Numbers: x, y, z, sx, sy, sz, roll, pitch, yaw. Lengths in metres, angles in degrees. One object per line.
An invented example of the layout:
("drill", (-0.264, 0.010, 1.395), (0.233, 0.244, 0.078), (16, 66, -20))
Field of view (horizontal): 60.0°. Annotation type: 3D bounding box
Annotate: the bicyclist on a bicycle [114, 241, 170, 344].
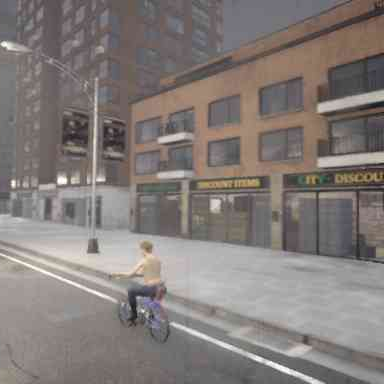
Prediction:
("bicyclist on a bicycle", (-0.858, 1.642, 5.730), (0.866, 1.612, 1.509), (3, -3, -44))
